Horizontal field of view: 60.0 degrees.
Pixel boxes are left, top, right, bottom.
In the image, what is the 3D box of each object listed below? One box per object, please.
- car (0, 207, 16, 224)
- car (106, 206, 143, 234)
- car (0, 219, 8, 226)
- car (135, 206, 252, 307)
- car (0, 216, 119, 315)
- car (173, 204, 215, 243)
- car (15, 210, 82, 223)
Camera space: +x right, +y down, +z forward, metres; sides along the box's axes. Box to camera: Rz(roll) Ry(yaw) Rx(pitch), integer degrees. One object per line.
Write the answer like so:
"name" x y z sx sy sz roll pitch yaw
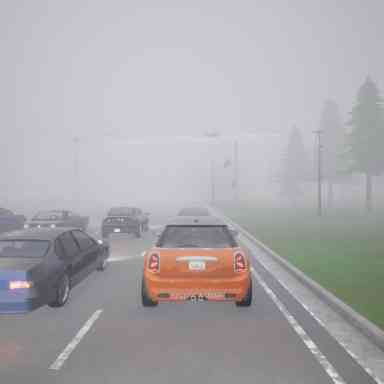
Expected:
"car" -10.419 1.478 17.160 1.882 1.535 5.008 0 0 0
"car" -3.420 1.505 17.615 1.837 1.490 4.892 0 0 0
"car" -6.918 1.601 8.260 1.895 1.301 4.718 0 0 0
"car" 0.092 1.352 8.145 2.097 1.767 4.553 0 0 0
"car" -3.407 1.547 7.870 2.033 1.411 5.357 0 0 0
"car" 0.082 1.478 17.172 1.882 1.535 5.008 0 0 0
"car" -6.918 1.601 17.364 1.895 1.301 4.718 0 0 0
